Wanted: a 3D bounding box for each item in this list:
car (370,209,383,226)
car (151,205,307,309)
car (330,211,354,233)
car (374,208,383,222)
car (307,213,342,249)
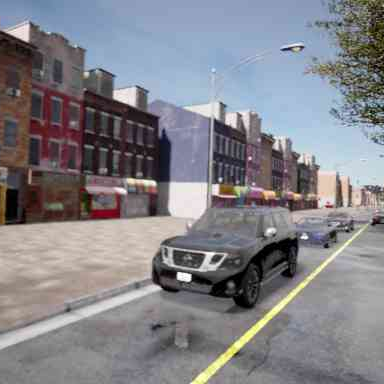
[{"bbox_3d":[18.485,2.585,32.121,1.812,1.442,4.674,1,-1,31],"label":"car"},{"bbox_3d":[1.266,1.391,8.875,2.150,2.045,5.566,1,-1,31],"label":"car"},{"bbox_3d":[11.536,2.257,26.096,1.837,1.490,4.892,1,-1,31],"label":"car"},{"bbox_3d":[23.719,2.849,40.996,2.128,1.511,4.902,1,-1,31],"label":"car"},{"bbox_3d":[6.329,2.021,17.365,1.994,1.385,4.181,1,-1,31],"label":"car"}]
